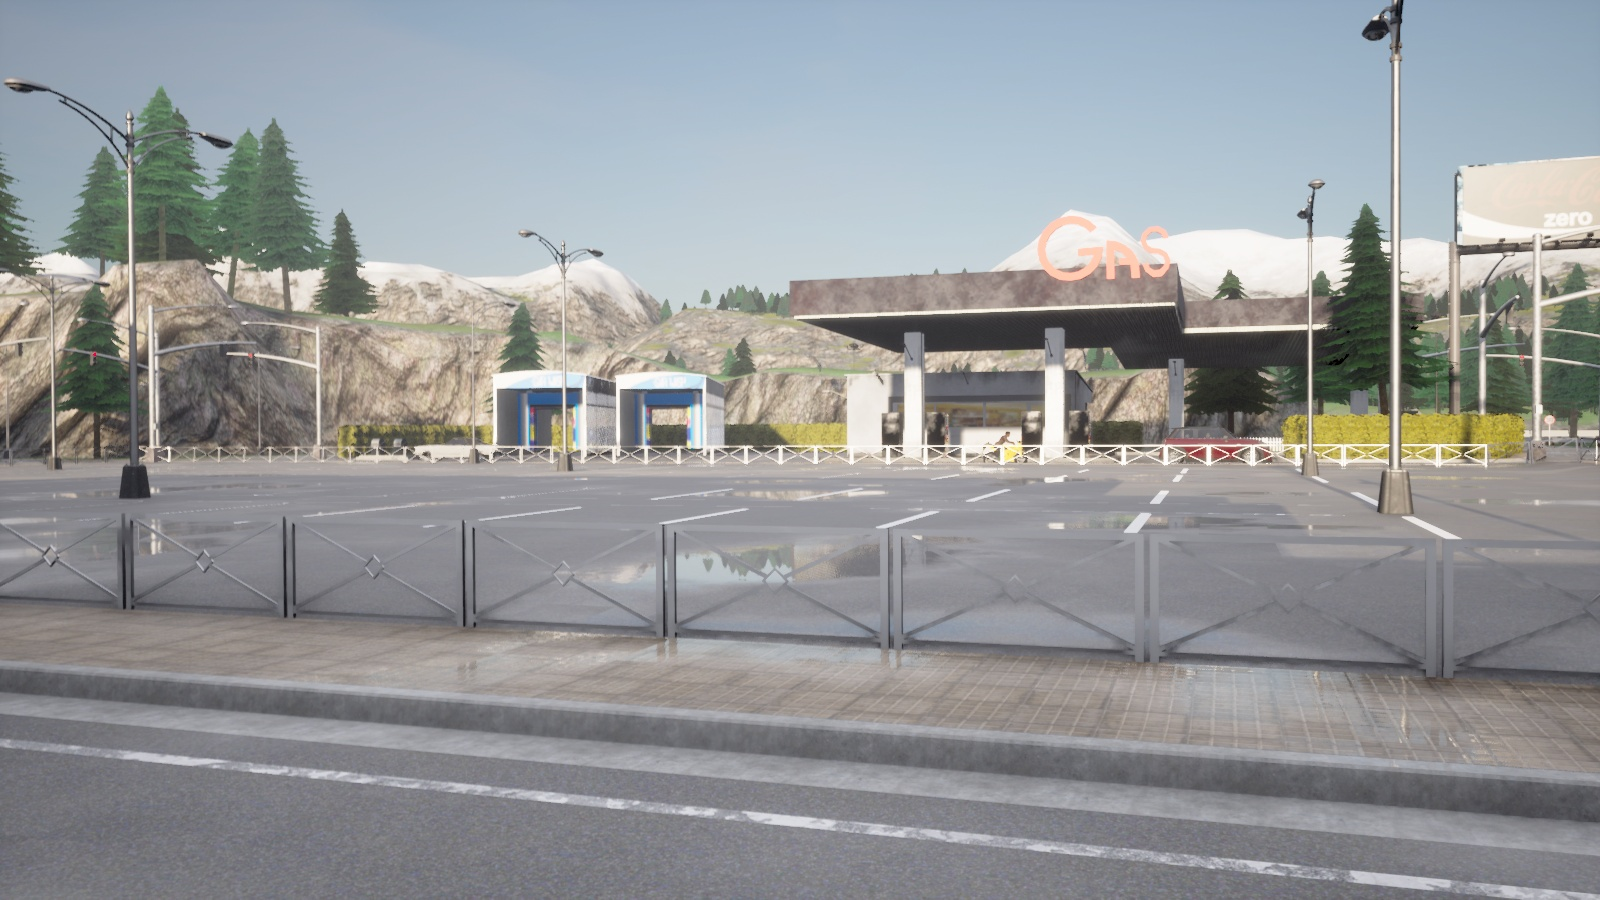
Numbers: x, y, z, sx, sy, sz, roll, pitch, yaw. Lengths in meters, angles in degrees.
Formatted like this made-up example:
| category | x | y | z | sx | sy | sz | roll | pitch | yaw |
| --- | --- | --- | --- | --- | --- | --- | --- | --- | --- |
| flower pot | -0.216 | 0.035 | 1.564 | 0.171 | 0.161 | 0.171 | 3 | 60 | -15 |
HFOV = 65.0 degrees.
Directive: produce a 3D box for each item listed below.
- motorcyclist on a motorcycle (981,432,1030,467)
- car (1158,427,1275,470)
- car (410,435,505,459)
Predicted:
| category | x | y | z | sx | sy | sz | roll | pitch | yaw |
| --- | --- | --- | --- | --- | --- | --- | --- | --- | --- |
| motorcyclist on a motorcycle | 9.108 | -0.018 | 55.754 | 2.044 | 1.523 | 0.797 | 0 | 1 | 19 |
| car | 17.512 | -0.079 | 52.874 | 4.553 | 1.767 | 2.097 | 0 | 1 | 19 |
| car | -18.962 | -0.173 | 69.583 | 4.718 | 1.301 | 1.895 | 0 | 1 | 6 |
